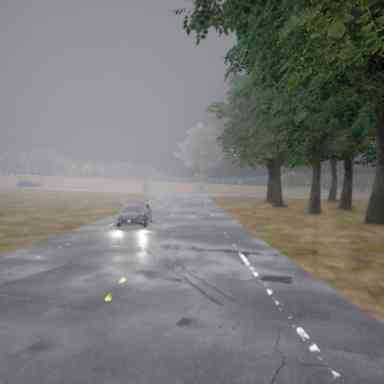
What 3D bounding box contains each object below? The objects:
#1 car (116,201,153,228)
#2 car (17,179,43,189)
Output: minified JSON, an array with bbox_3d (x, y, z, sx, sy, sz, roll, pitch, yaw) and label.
[{"bbox_3d":[-3.621,1.394,21.575,1.837,1.490,4.892,0,1,0],"label":"car"},{"bbox_3d":[-37.961,-1.900,77.788,5.566,2.045,2.150,2,2,1],"label":"car"}]
